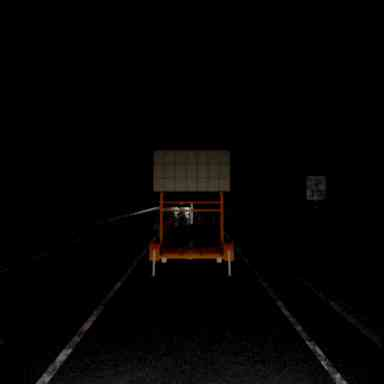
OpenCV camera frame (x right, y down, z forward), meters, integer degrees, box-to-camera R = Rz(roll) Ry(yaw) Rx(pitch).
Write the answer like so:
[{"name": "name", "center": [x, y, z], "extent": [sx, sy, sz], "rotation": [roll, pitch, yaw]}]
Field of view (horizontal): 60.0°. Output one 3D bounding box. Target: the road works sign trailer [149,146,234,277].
[{"name": "road works sign trailer", "center": [-0.009, 0.427, 10.118], "extent": [2.380, 3.560, 2.880], "rotation": [0, 0, 0]}]

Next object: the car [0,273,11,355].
[{"name": "car", "center": [-3.594, 1.341, 2.754], "extent": [2.097, 1.767, 4.553], "rotation": [0, 0, 0]}]

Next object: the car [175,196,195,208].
[{"name": "car", "center": [-0.903, 1.309, 45.663], "extent": [1.837, 1.490, 4.892], "rotation": [-1, 1, 15]}]
